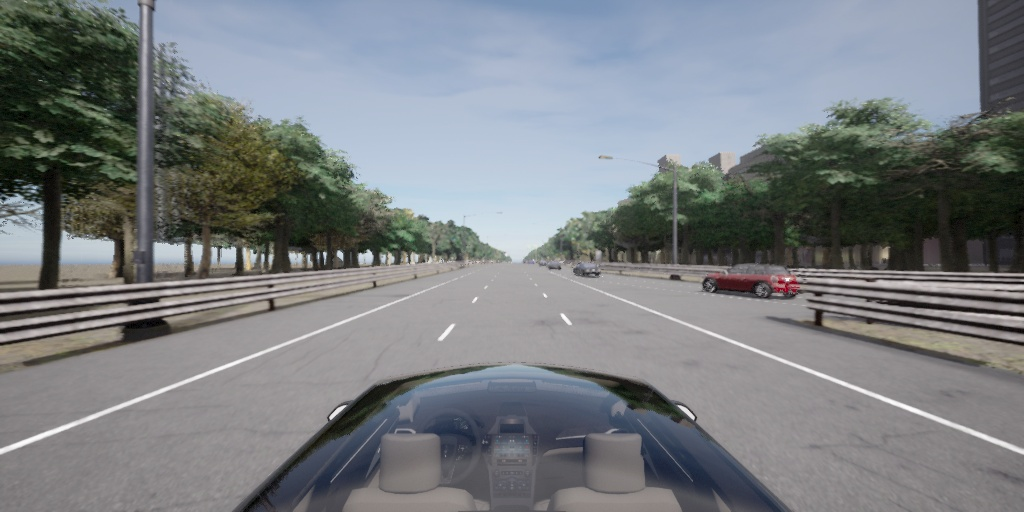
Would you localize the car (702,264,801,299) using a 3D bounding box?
[{"bbox_3d":[12.683,1.224,19.398,2.097,1.767,4.553,0,0,-18],"label":"car"}]

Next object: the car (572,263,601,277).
[{"bbox_3d":[8.035,1.478,39.023,2.033,1.411,5.357,0,0,-6],"label":"car"}]

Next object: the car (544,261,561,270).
[{"bbox_3d":[6.981,1.572,59.888,1.994,1.385,4.181,0,0,0],"label":"car"}]
